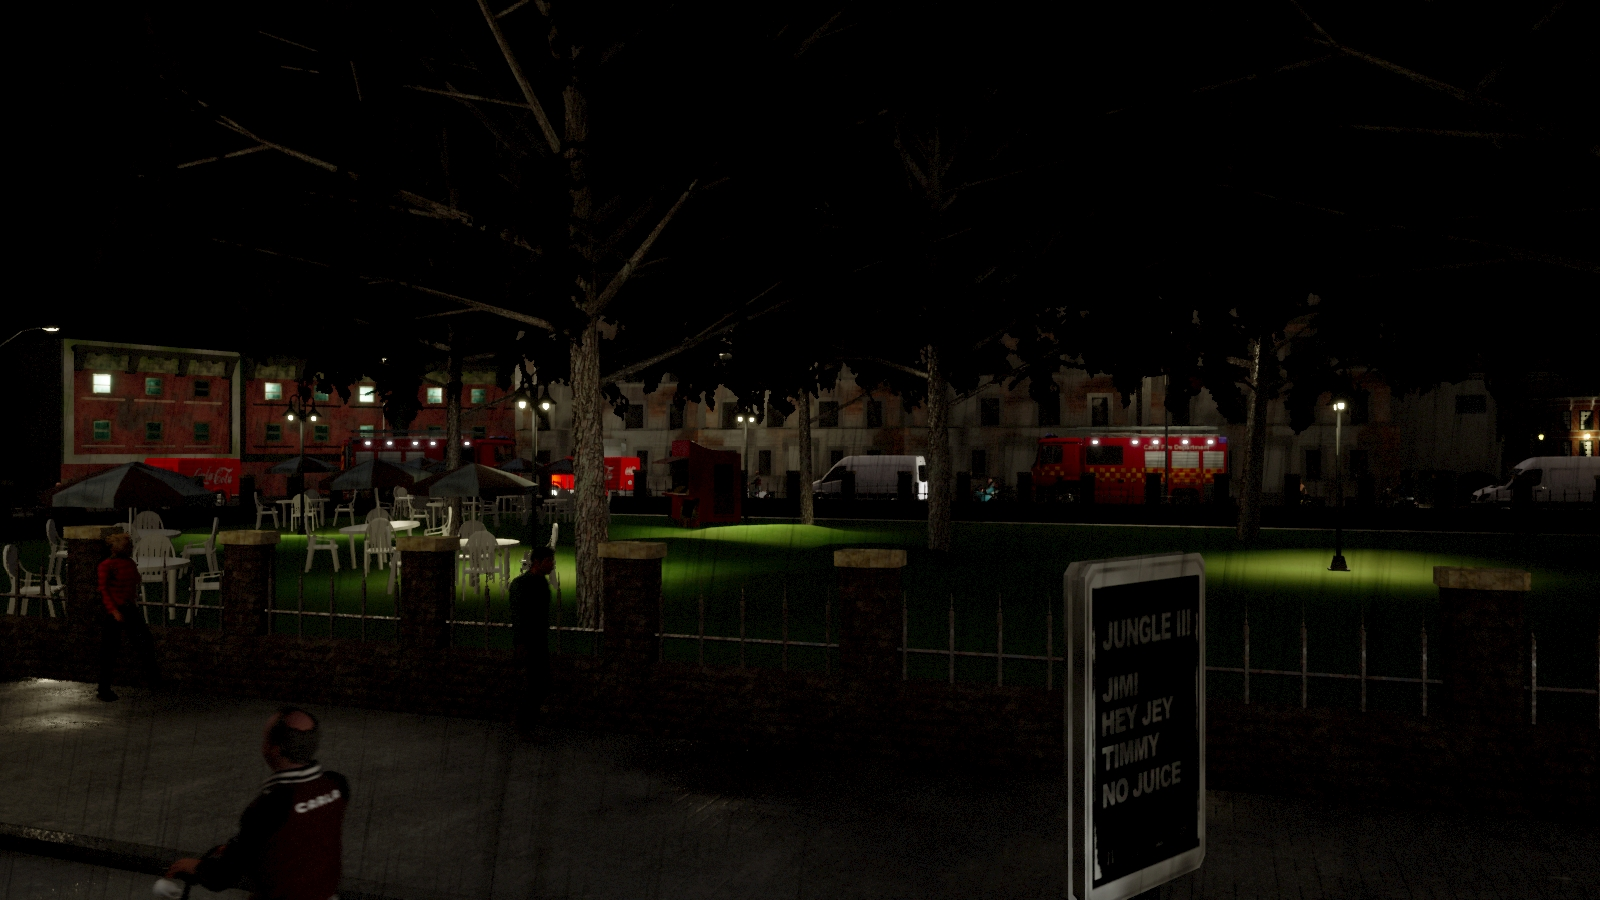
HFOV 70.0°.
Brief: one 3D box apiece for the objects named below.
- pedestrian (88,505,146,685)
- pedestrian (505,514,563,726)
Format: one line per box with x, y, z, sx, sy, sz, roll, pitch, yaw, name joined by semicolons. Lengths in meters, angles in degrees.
-7.284;1.530;12.187;0.375;1.860;0.375;0;0;20;pedestrian
-2.424;1.527;10.416;0.375;1.860;0.375;0;0;20;pedestrian
